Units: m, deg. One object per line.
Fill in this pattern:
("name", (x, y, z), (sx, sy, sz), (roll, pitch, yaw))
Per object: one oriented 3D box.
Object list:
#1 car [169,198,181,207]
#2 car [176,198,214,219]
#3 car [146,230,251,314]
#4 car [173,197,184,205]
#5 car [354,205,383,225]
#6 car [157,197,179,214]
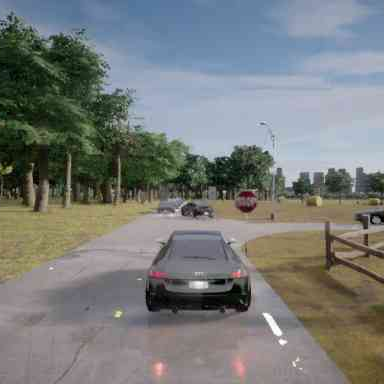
("car", (-2.833, 1.757, 57.479), (1.812, 1.442, 4.674), (0, 0, 1))
("car", (0.422, 1.560, 30.198), (1.837, 1.490, 4.892), (-3, 1, -19))
("car", (0.106, 1.572, 7.740), (1.994, 1.385, 4.181), (0, 0, 0))
("car", (-2.751, 1.817, 68.744), (2.128, 1.511, 4.902), (0, -1, 0))
("car", (14.368, 1.575, 23.993), (5.008, 1.535, 1.882), (0, -2, 0))
("car", (-2.821, 1.640, 37.700), (2.033, 1.411, 5.357), (0, 0, -1))
